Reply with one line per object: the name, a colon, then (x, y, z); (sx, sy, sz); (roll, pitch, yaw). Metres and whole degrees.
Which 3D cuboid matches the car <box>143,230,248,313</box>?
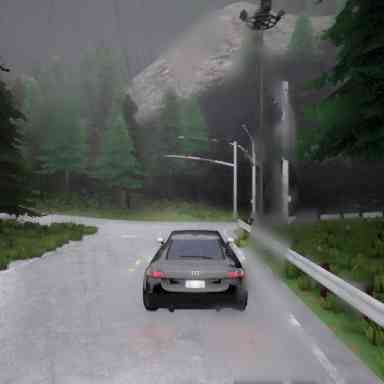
car: (0.078, 1.563, 7.757); (1.994, 1.385, 4.181); (0, 0, 1)
